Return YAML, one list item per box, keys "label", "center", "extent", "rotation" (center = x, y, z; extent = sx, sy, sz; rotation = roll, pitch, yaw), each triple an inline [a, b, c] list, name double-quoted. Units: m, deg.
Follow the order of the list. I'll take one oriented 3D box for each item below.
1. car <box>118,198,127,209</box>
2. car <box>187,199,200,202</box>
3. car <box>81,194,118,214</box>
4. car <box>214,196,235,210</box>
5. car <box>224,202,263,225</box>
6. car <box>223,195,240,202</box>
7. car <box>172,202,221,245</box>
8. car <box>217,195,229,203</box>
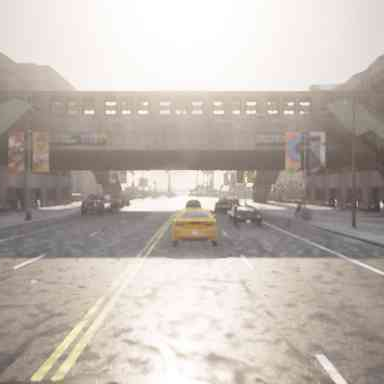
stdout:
- label: "car"
  center: [-10.051, 1.585, 42.779]
  extent: [1.895, 1.301, 4.718]
  rotation: [0, 0, 0]
- label: "car"
  center: [0.155, 1.517, 37.072]
  extent: [1.812, 1.442, 4.674]
  rotation: [0, 0, 0]
- label: "car"
  center: [-10.016, 1.220, 35.383]
  extent: [2.435, 2.045, 5.566]
  rotation: [0, 0, 0]
- label: "car"
  center: [3.683, 1.556, 40.035]
  extent: [1.994, 1.385, 4.181]
  rotation: [0, 0, 1]
- label: "car"
  center: [3.621, 1.596, 23.530]
  extent: [1.895, 1.301, 4.718]
  rotation: [0, 0, 0]
- label: "car"
  center: [6.696, 1.469, 53.983]
  extent: [2.231, 1.521, 4.892]
  rotation: [0, 0, 10]
- label: "car"
  center: [0.115, 1.474, 15.635]
  extent: [1.882, 1.535, 5.008]
  rotation: [0, 0, 0]
- label: "car"
  center: [6.617, 1.464, 71.184]
  extent: [2.097, 1.535, 5.008]
  rotation: [0, 0, 0]
